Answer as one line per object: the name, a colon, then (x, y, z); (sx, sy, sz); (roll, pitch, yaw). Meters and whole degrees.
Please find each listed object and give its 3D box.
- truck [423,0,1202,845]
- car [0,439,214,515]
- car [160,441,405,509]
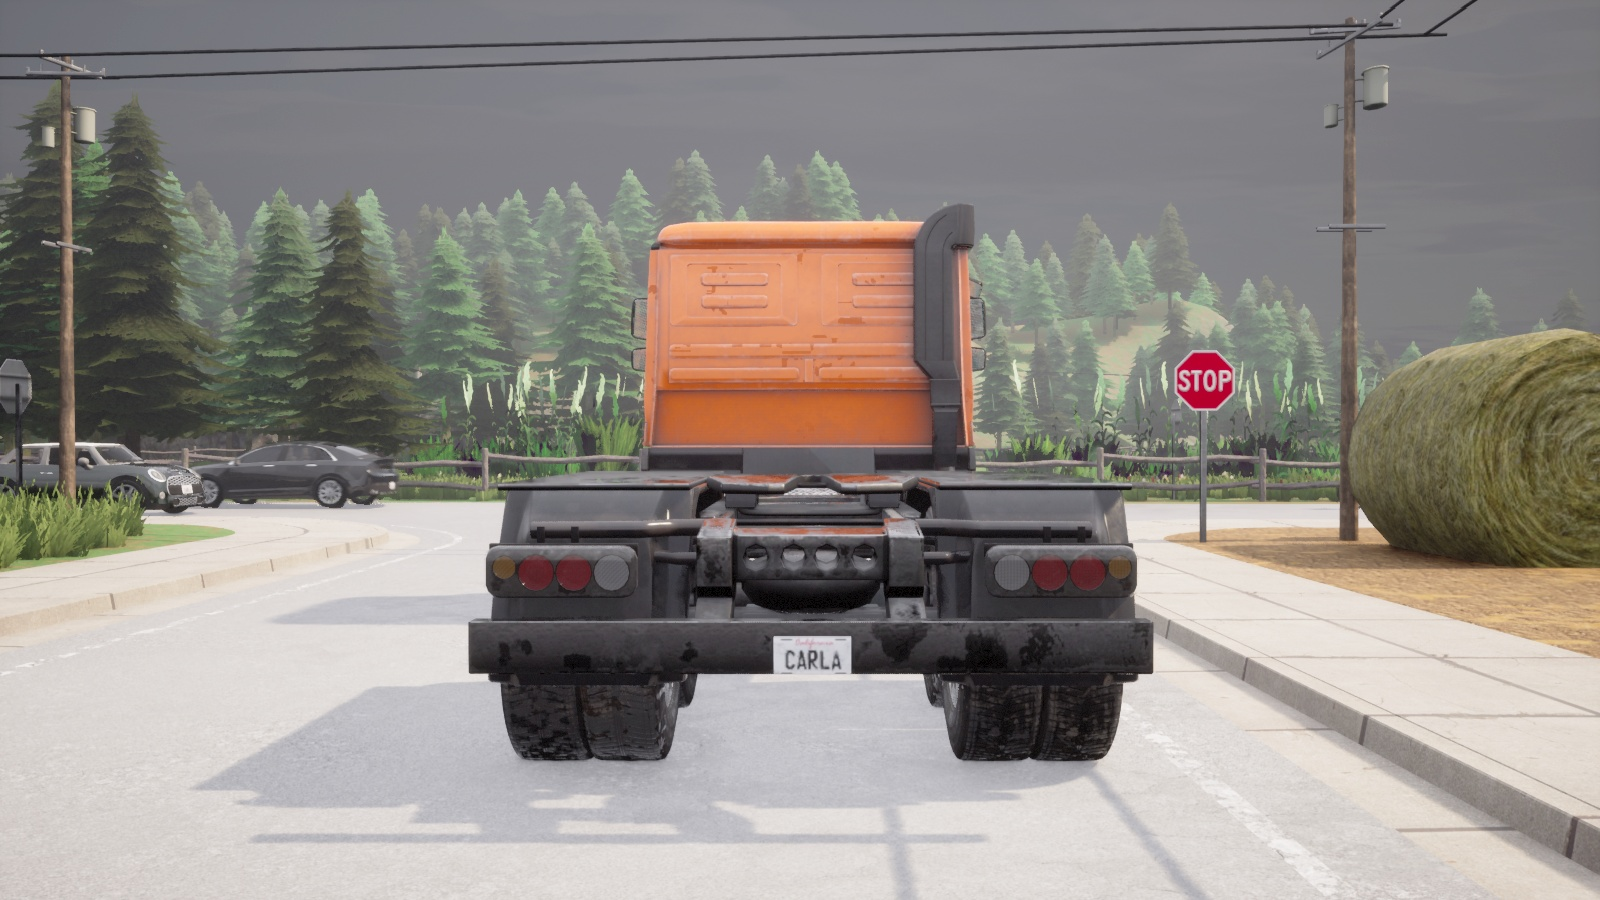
truck: (0.064, -0.284, 8.639); (2.891, 3.462, 7.936); (0, 0, 0)
car: (-14.211, 0.522, 25.390); (3.806, 1.475, 1.970); (0, 0, 3)
car: (-11.790, 0.544, 28.797); (4.892, 1.490, 1.837); (0, 0, 4)
